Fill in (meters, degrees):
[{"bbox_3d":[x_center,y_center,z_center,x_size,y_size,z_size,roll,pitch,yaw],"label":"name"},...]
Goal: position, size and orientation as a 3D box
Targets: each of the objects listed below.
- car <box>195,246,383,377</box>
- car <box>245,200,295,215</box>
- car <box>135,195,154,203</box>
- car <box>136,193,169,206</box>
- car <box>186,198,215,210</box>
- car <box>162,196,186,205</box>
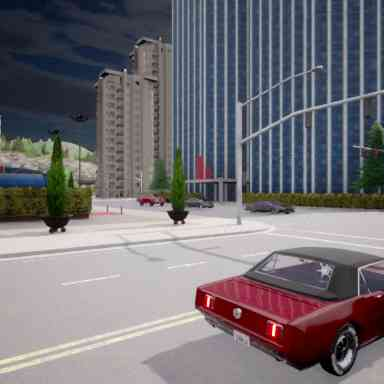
[{"bbox_3d":[2.459,1.601,5.564,4.718,1.301,1.895,0,0,-35],"label":"car"},{"bbox_3d":[7.818,1.548,33.856,2.033,1.411,5.357,0,0,-36],"label":"car"},{"bbox_3d":[-10.155,1.511,70.722,2.128,1.511,4.902,0,0,-36],"label":"car"},{"bbox_3d":[-6.505,1.223,53.594,2.150,2.045,5.566,0,0,-36],"label":"car"},{"bbox_3d":[0.951,1.507,43.303,1.837,1.490,4.892,0,-1,-36],"label":"car"},{"bbox_3d":[-3.417,1.492,61.554,2.128,1.511,4.902,0,0,-36],"label":"car"}]
